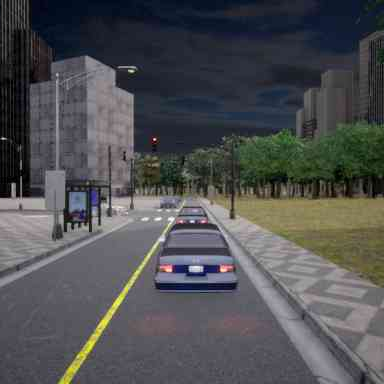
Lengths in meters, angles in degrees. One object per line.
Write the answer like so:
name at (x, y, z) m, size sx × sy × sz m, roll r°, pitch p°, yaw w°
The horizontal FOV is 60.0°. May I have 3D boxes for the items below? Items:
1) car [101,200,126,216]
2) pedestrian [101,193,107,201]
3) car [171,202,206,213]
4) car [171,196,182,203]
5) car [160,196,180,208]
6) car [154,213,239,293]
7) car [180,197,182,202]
car at (-8.515, 1.500, 31.302) m, size 4.674 × 1.442 × 1.812 m, roll 0°, pitch 0°, yaw 10°
pedestrian at (-10.138, 1.050, 38.174) m, size 0.375 × 1.860 × 0.375 m, roll 0°, pitch 0°, yaw 1°
car at (0.050, 1.538, 19.322) m, size 2.033 × 1.411 × 5.357 m, roll 0°, pitch 0°, yaw 1°
car at (-3.130, 1.479, 68.694) m, size 1.994 × 1.385 × 4.181 m, roll 0°, pitch 0°, yaw 0°
car at (-3.161, 1.307, 45.951) m, size 2.097 × 1.767 × 4.553 m, roll 0°, pitch 0°, yaw 0°
car at (0.080, 1.545, 8.987) m, size 2.033 × 1.411 × 5.357 m, roll 0°, pitch 0°, yaw 0°
car at (-3.167, 1.429, 56.255) m, size 2.128 × 1.511 × 4.902 m, roll 0°, pitch 0°, yaw 0°
